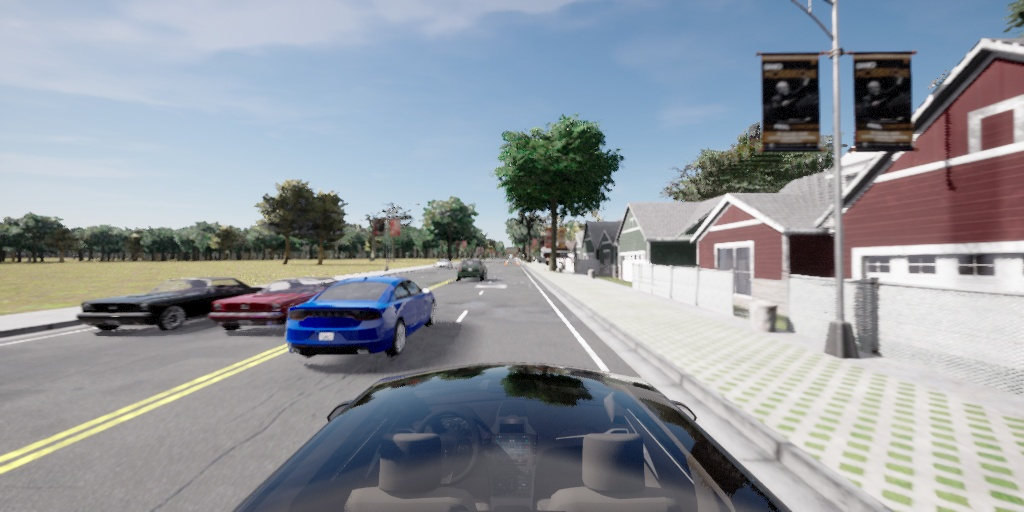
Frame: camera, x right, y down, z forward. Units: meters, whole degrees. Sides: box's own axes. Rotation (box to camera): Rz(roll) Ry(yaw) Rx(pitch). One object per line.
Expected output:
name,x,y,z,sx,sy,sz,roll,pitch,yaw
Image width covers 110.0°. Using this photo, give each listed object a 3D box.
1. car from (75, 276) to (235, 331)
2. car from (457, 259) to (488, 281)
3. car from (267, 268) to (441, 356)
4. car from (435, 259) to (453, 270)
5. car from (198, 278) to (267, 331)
car,-9.850,1.326,11.046,1.895,1.301,4.718,0,0,0
car,-3.152,1.035,29.115,2.097,1.767,4.553,0,0,0
car,-3.153,1.209,8.569,1.882,1.535,5.008,0,0,0
car,-9.819,1.180,51.836,1.812,1.442,4.674,0,0,0
car,-6.600,1.326,11.060,1.895,1.301,4.718,0,0,0
